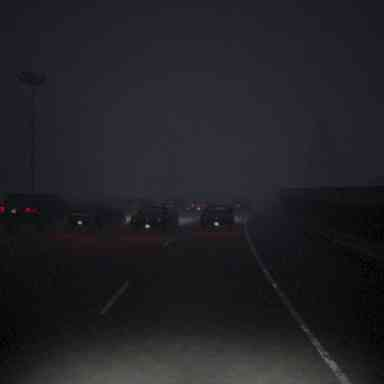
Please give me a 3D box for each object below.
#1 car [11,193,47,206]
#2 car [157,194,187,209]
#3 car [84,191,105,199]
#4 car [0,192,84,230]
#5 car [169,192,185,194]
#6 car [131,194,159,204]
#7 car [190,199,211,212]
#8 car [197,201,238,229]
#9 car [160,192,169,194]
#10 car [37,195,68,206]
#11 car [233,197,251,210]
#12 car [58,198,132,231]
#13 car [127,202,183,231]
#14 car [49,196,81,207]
[{"bbox_3d":[-24.033,1.026,49.233,2.097,1.767,4.553,0,0,18],"label":"car"},{"bbox_3d":[-1.949,1.264,36.944,1.837,1.490,4.892,0,0,15],"label":"car"},{"bbox_3d":[-14.138,0.920,45.859,2.150,2.045,5.566,0,0,17],"label":"car"},{"bbox_3d":[-8.975,1.088,20.135,2.150,2.045,5.566,0,0,8],"label":"car"},{"bbox_3d":[-3.145,0.851,86.130,1.837,1.490,4.892,0,0,32],"label":"car"},{"bbox_3d":[-5.588,1.250,36.887,2.128,1.511,4.902,0,0,14],"label":"car"},{"bbox_3d":[1.223,1.370,35.390,1.895,1.301,4.718,0,0,15],"label":"car"},{"bbox_3d":[1.705,1.466,20.702,1.895,1.301,4.718,0,0,9],"label":"car"},{"bbox_3d":[-7.172,0.807,86.266,2.033,1.411,5.357,0,0,30],"label":"car"},{"bbox_3d":[-20.430,1.241,49.051,1.994,1.385,4.181,0,0,18],"label":"car"},{"bbox_3d":[5.581,1.280,37.870,1.812,1.442,4.674,0,0,16],"label":"car"},{"bbox_3d":[-5.482,1.362,19.651,2.128,1.511,4.902,0,0,8],"label":"car"},{"bbox_3d":[-2.009,1.473,19.478,1.895,1.301,4.718,0,0,8],"label":"car"},{"bbox_3d":[-17.611,1.259,46.348,1.994,1.385,4.181,0,0,17],"label":"car"}]
